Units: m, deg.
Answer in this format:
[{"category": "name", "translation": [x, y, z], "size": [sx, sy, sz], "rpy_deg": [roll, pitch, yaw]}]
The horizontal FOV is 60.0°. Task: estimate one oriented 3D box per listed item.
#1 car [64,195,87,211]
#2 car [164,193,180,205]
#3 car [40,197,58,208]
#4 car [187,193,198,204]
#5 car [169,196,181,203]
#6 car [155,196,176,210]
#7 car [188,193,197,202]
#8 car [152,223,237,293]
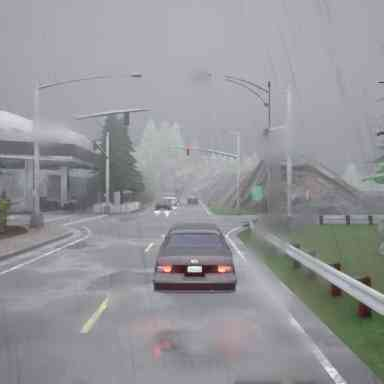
[{"category": "car", "translation": [-14.500, 1.313, 41.591], "size": [1.905, 1.878, 3.866], "rpy_deg": [0, 0, -1]}, {"category": "car", "translation": [-3.553, 1.222, 53.851], "size": [2.150, 2.045, 5.566], "rpy_deg": [0, 0, 0]}, {"category": "car", "translation": [-20.204, 1.480, 45.872], "size": [2.242, 1.667, 4.611], "rpy_deg": [0, 0, -1]}, {"category": "car", "translation": [0.145, 1.477, 62.269], "size": [1.882, 1.535, 5.008], "rpy_deg": [0, 0, 0]}, {"category": "car", "translation": [-3.457, 1.547, 68.860], "size": [2.033, 1.411, 5.357], "rpy_deg": [0, 0, 0]}, {"category": "car", "translation": [-3.567, 1.547, 42.267], "size": [2.033, 1.411, 5.357], "rpy_deg": [0, 0, 0]}, {"category": "car", "translation": [0.046, 1.225, 81.130], "size": [2.150, 2.045, 5.566], "rpy_deg": [0, 0, -2]}, {"category": "car", "translation": [0.075, 1.547, 8.975], "size": [2.033, 1.411, 5.357], "rpy_deg": [0, 0, 1]}]
